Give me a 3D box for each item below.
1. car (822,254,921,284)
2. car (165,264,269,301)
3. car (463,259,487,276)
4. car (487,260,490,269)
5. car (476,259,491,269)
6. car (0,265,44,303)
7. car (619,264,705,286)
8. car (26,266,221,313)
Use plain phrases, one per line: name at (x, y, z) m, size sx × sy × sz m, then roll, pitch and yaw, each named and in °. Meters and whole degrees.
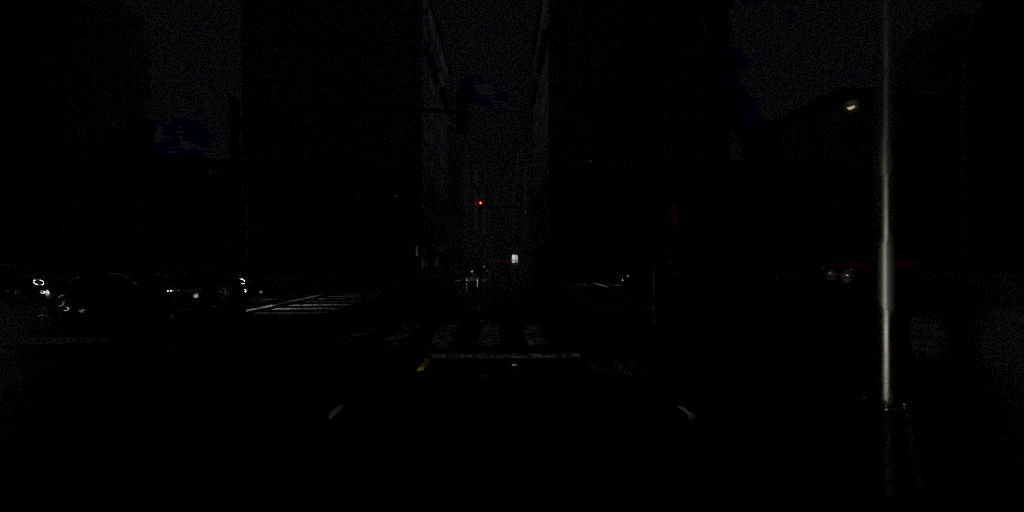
car at (24.996, 0.864, 25.012) m, size 5.566 × 2.045 × 2.150 m, roll -1°, pitch 0°, yaw -2°
car at (-14.250, 1.148, 17.073) m, size 4.553 × 1.767 × 2.097 m, roll 0°, pitch 0°, yaw -2°
car at (-4.005, 1.260, 37.534) m, size 2.128 × 1.511 × 4.902 m, roll 0°, pitch 0°, yaw -2°
car at (-4.293, 1.285, 47.913) m, size 1.837 × 1.490 × 4.892 m, roll 0°, pitch 0°, yaw -2°
car at (-4.578, 1.282, 58.308) m, size 2.128 × 1.511 × 4.902 m, roll 0°, pitch 0°, yaw -1°
car at (-23.095, 1.183, 16.796) m, size 4.553 × 1.767 × 2.097 m, roll 0°, pitch 0°, yaw -2°
car at (10.207, 1.244, 24.548) m, size 5.357 × 1.411 × 2.033 m, roll 0°, pitch 0°, yaw -2°
car at (-14.652, 1.290, 13.805) m, size 4.902 × 1.511 × 2.128 m, roll 0°, pitch 0°, yaw -2°
